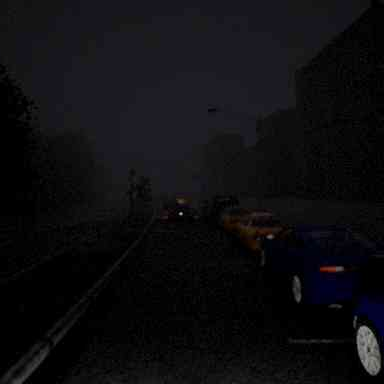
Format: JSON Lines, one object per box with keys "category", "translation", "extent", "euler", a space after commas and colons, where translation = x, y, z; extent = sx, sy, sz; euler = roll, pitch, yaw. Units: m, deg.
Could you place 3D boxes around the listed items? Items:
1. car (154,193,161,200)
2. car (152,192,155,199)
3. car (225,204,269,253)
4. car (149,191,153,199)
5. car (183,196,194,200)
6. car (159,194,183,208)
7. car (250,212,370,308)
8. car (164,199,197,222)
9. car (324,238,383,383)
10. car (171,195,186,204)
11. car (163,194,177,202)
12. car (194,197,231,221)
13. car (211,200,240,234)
{"category": "car", "translation": [-7.046, 1.218, 79.354], "extent": [2.231, 1.521, 4.892], "euler": [0, 0, -13]}
{"category": "car", "translation": [-8.330, 1.217, 84.755], "extent": [2.002, 1.452, 4.674], "euler": [0, 0, -13]}
{"category": "car", "translation": [2.809, 1.487, 13.722], "extent": [1.946, 1.575, 5.366], "euler": [0, 0, -2]}
{"category": "car", "translation": [-9.621, 1.163, 90.180], "extent": [2.163, 1.488, 4.792], "euler": [0, 0, -13]}
{"category": "car", "translation": [-1.202, 1.371, 52.353], "extent": [1.946, 1.575, 5.366], "euler": [0, 0, -9]}
{"category": "car", "translation": [-2.778, 1.417, 42.774], "extent": [2.128, 1.511, 4.902], "euler": [0, 0, -8]}
{"category": "car", "translation": [2.977, 1.488, 7.971], "extent": [2.097, 1.535, 5.008], "euler": [0, 0, -1]}
{"category": "car", "translation": [-0.967, 1.554, 26.232], "extent": [1.994, 1.385, 4.181], "euler": [0, 0, -4]}
{"category": "car", "translation": [3.046, 1.483, 2.402], "extent": [2.097, 1.535, 5.008], "euler": [0, 0, 0]}
{"category": "car", "translation": [-2.469, 1.371, 59.280], "extent": [2.163, 1.488, 4.792], "euler": [0, 0, -10]}
{"category": "car", "translation": [-4.505, 1.289, 68.660], "extent": [2.097, 1.535, 5.008], "euler": [0, 0, -13]}
{"category": "car", "translation": [1.744, 1.465, 30.209], "extent": [2.231, 1.521, 4.892], "euler": [0, 0, -5]}
{"category": "car", "translation": [2.547, 1.483, 19.280], "extent": [1.946, 1.575, 5.366], "euler": [0, 0, -3]}
